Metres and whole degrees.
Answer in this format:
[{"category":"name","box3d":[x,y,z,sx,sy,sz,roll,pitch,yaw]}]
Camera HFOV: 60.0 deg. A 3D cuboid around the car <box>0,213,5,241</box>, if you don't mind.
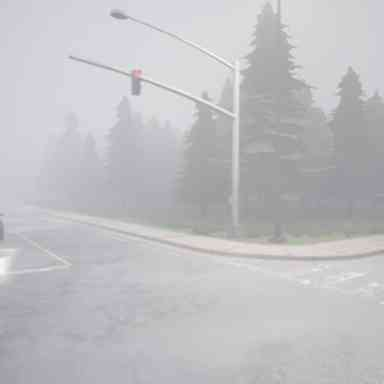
[{"category":"car","box3d":[-10.135,1.393,15.661,1.882,1.535,5.008,0,0,-36]}]
